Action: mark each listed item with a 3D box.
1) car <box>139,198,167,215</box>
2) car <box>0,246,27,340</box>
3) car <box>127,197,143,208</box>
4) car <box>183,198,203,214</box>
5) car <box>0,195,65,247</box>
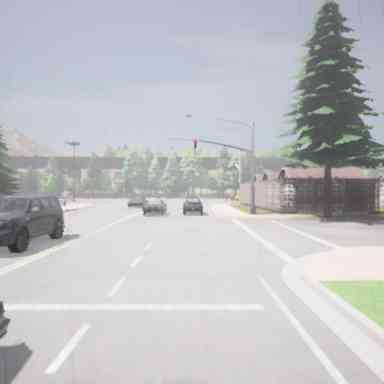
[{"bbox_3d":[-3.401,1.426,31.166,1.895,1.301,4.718,0,0,0],"label":"car"},{"bbox_3d":[-3.415,1.535,2.112,2.033,1.411,5.357,0,0,0],"label":"car"},{"bbox_3d":[-7.027,1.308,42.987,2.033,1.411,5.357,0,0,0],"label":"car"},{"bbox_3d":[0.098,1.311,32.251,2.128,1.511,4.902,0,0,0],"label":"car"},{"bbox_3d":[-7.101,1.145,13.606,2.150,2.045,5.566,0,0,0],"label":"car"}]
